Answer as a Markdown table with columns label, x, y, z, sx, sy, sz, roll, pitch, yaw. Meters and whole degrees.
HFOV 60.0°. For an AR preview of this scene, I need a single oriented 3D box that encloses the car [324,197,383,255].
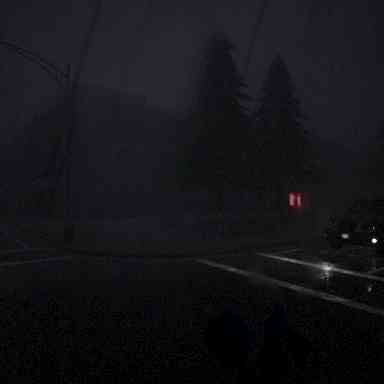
| label | x | y | z | sx | sy | sz | roll | pitch | yaw |
| --- | --- | --- | --- | --- | --- | --- | --- | --- | --- |
| car | 7.779 | 1.248 | 13.701 | 5.566 | 2.045 | 2.150 | 0 | 0 | -36 |
